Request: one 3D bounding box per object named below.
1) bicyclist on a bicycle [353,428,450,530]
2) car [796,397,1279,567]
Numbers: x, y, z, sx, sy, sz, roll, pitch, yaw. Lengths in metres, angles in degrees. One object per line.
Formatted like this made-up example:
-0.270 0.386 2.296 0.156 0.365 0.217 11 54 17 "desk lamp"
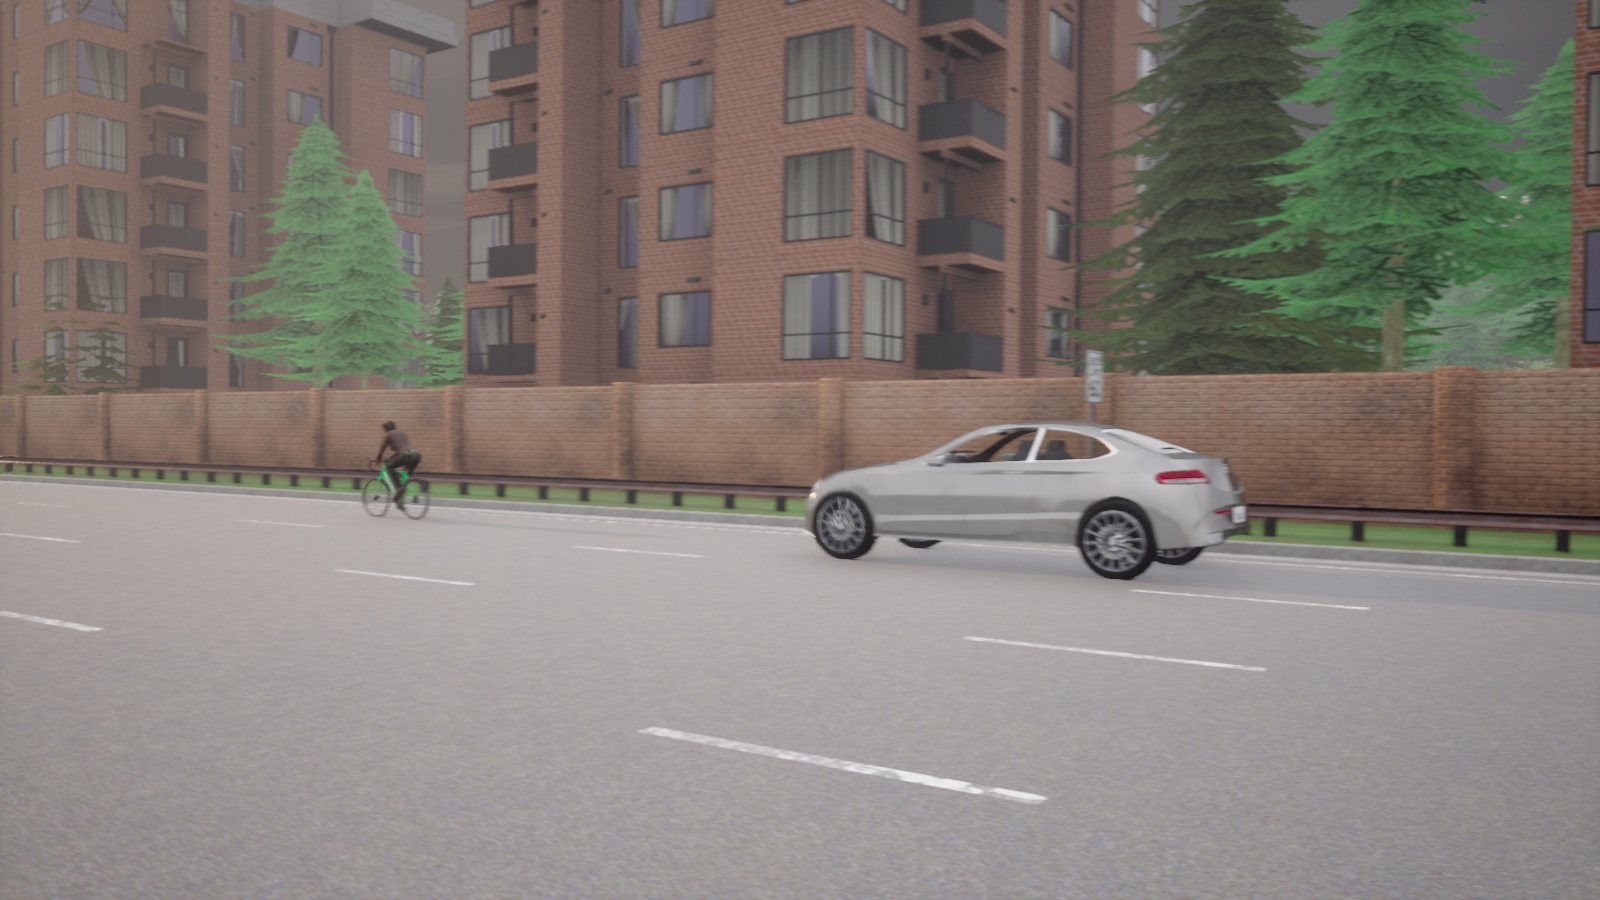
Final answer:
-6.533 0.464 20.567 1.656 1.620 0.582 0 1 34 "bicyclist on a bicycle"
2.643 0.289 14.467 5.027 1.651 2.152 0 1 34 "car"
